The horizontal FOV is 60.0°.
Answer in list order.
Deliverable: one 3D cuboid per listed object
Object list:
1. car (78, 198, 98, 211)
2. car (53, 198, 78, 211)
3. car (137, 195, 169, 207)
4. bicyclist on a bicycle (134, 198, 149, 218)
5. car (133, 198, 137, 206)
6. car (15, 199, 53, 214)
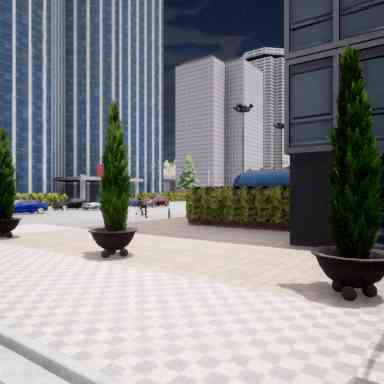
[{"bbox_3d":[-11.349,1.601,41.528,1.895,1.301,4.718,0,0,35],"label":"car"},{"bbox_3d":[-15.226,1.477,42.099,1.882,1.535,5.008,0,0,35],"label":"car"},{"bbox_3d":[-5.500,1.352,49.828,2.097,1.767,4.553,0,0,35],"label":"car"},{"bbox_3d":[-4.087,1.301,26.668,1.656,1.620,0.582,0,0,35],"label":"bicyclist on a bicycle"},{"bbox_3d":[-9.297,1.547,50.524,2.033,1.411,5.357,0,0,35],"label":"car"},{"bbox_3d":[-17.060,1.477,33.396,1.882,1.535,5.008,0,0,35],"label":"car"}]
